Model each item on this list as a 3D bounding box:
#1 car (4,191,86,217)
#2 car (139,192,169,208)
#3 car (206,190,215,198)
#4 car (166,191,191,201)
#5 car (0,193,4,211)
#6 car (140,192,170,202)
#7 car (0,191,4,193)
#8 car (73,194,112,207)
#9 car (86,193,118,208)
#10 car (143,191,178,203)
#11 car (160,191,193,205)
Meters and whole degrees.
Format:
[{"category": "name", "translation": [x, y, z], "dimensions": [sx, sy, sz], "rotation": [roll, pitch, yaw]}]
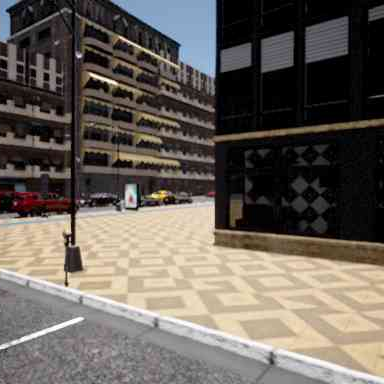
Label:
[{"category": "car", "translation": [-11.182, 0.920, 25.613], "dimensions": [2.192, 1.841, 5.009], "rotation": [2, 2, 35]}, {"category": "car", "translation": [-4.814, 0.964, 34.703], "dimensions": [1.947, 1.339, 4.313], "rotation": [2, 2, 35]}, {"category": "car", "translation": [4.211, 0.363, 62.165], "dimensions": [1.887, 1.381, 4.507], "rotation": [2, 2, 35]}, {"category": "car", "translation": [-2.159, 0.612, 53.084], "dimensions": [1.802, 1.307, 4.206], "rotation": [2, 2, 35]}, {"category": "car", "translation": [-15.984, 1.095, 28.884], "dimensions": [1.812, 1.442, 4.674], "rotation": [0, 1, 35]}, {"category": "car", "translation": [-5.343, 0.687, 48.543], "dimensions": [2.008, 1.369, 4.403], "rotation": [2, 2, 35]}, {"category": "car", "translation": [-18.078, 0.868, 30.374], "dimensions": [2.192, 1.841, 5.009], "rotation": [2, 2, 35]}, {"category": "car", "translation": [-11.712, 0.927, 39.463], "dimensions": [1.802, 1.307, 4.206], "rotation": [2, 2, 35]}, {"category": "car", "translation": [-10.202, 0.873, 37.125], "dimensions": [2.128, 1.511, 4.902], "rotation": [0, 1, 35]}, {"category": "car", "translation": [-4.242, 0.663, 45.605], "dimensions": [1.882, 1.535, 5.008], "rotation": [0, 1, 35]}, {"category": "car", "translation": [-1.629, 0.859, 39.245], "dimensions": [1.947, 1.339, 4.313], "rotation": [2, 2, 35]}]
